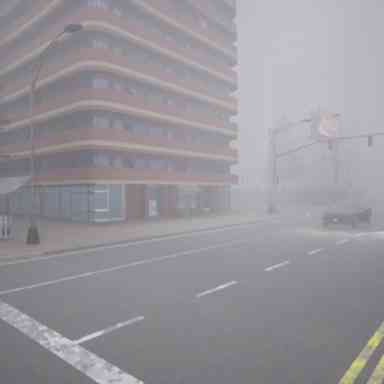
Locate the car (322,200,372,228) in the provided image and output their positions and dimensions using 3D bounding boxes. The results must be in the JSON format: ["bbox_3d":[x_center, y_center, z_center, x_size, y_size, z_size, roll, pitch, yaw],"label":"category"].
[{"bbox_3d":[9.841,1.314,20.927,1.882,1.535,5.008,0,0,41],"label":"car"}]
